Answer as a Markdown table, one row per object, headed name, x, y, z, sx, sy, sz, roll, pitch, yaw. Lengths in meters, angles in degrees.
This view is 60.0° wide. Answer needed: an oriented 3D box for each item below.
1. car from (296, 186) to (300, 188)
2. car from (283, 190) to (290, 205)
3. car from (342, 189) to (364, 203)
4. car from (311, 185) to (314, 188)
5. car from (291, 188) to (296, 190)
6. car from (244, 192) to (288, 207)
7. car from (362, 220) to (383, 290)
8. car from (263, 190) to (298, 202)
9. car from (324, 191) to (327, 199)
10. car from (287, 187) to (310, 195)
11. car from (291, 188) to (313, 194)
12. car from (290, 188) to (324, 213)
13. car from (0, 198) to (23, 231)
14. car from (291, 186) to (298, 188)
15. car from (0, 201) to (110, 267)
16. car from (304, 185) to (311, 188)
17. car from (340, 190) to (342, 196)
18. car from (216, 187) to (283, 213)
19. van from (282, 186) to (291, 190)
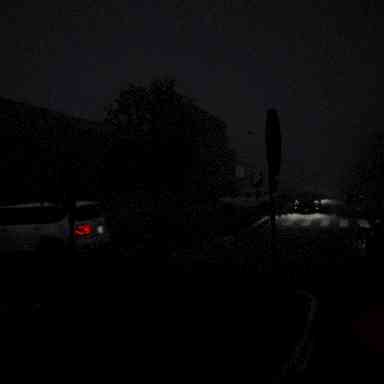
| name | x | y | z | sx | sy | sz | roll | pitch | yaw |
| --- | --- | --- | --- | --- | --- | --- | --- | --- | --- |
| car | 14.424 | 0.345 | 52.473 | 4.553 | 1.767 | 2.185 | -2 | 1 | 3 |
| car | 7.508 | 0.904 | 35.902 | 5.366 | 1.575 | 1.946 | -2 | 0 | 3 |
| car | 19.287 | 0.569 | 39.718 | 1.812 | 1.442 | 4.674 | -1 | 1 | 23 |
| car | 21.513 | -0.203 | 69.045 | 5.566 | 2.045 | 2.435 | -2 | 0 | 3 |
| car | 10.858 | 0.692 | 44.194 | 5.008 | 1.535 | 2.097 | -2 | 1 | 3 |
| car | 8.494 | 0.881 | 38.679 | 4.674 | 1.452 | 2.002 | -2 | 0 | 3 |
| car | 5.545 | 1.429 | 8.479 | 2.128 | 1.511 | 4.902 | -1 | 1 | 26 |
| car | 13.215 | 0.585 | 49.723 | 4.674 | 1.452 | 2.002 | -2 | 0 | 3 |
| car | 20.041 | 0.439 | 52.079 | 1.895 | 1.301 | 4.718 | -1 | 1 | 23 |
| car | 23.831 | -0.209 | 74.553 | 4.553 | 1.767 | 2.185 | -2 | 0 | 3 |
| car | 27.408 | -0.239 | 82.827 | 4.674 | 1.452 | 2.002 | -2 | 0 | 3 |
| car | 10.020 | 0.815 | 28.751 | 2.097 | 1.767 | 4.553 | -1 | 1 | 23 |
| car | -13.248 | 1.468 | 20.745 | 2.435 | 2.045 | 5.566 | -2 | 0 | 2 |
| car | 11.996 | 0.494 | 46.969 | 4.553 | 1.767 | 2.185 | -2 | 0 | 3 |
| car | -5.669 | 1.380 | 11.624 | 5.566 | 2.045 | 2.150 | -1 | 2 | 11 |
| car | 17.967 | 0.004 | 60.757 | 5.566 | 2.045 | 2.435 | -2 | 0 | 3 |
| car | 28.120 | 0.062 | 60.680 | 1.994 | 1.385 | 4.181 | -1 | 1 | 23 |
| car | 4.941 | 0.813 | 30.368 | 5.566 | 2.045 | 2.435 | -2 | 1 | 3 |
| van | 9.548 | 0.546 | 41.437 | 4.442 | 1.987 | 1.878 | -2 | 1 | 3 |
